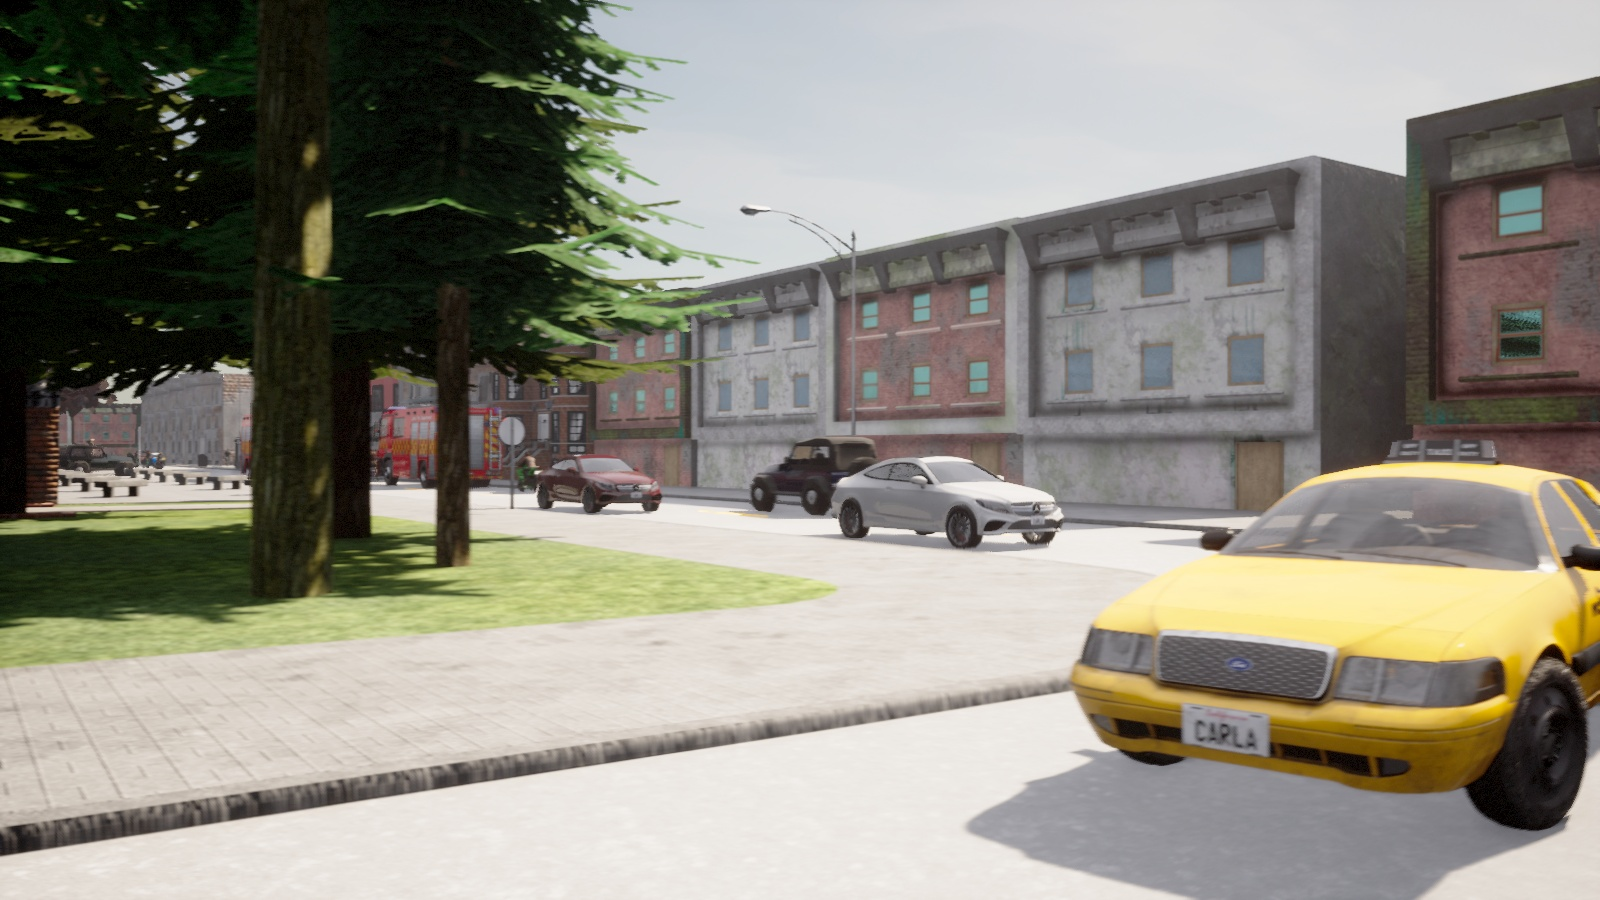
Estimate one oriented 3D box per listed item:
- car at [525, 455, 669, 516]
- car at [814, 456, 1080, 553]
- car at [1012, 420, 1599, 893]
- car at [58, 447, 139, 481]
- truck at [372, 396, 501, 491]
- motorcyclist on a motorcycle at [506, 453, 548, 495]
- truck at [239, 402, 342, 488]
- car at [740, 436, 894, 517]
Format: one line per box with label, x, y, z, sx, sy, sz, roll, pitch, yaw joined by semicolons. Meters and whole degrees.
car;-5.291;0.861;32.220;1.812;1.442;4.674;0;0;-35
car;2.329;0.817;21.134;1.812;1.442;4.674;0;0;-35
car;3.367;0.694;6.784;1.801;1.575;5.366;0;0;42
car;-39.942;0.801;71.533;3.866;1.878;1.905;0;0;-36
truck;-16.039;-0.251;54.912;2.891;3.827;8.468;0;0;-35
motorcyclist on a motorcycle;-10.069;0.861;46.232;0.797;1.523;2.044;0;0;-35
truck;-24.546;-0.220;60.234;2.891;3.827;8.468;0;0;-34
car;0.353;0.616;31.070;1.905;1.878;3.866;0;0;-35
